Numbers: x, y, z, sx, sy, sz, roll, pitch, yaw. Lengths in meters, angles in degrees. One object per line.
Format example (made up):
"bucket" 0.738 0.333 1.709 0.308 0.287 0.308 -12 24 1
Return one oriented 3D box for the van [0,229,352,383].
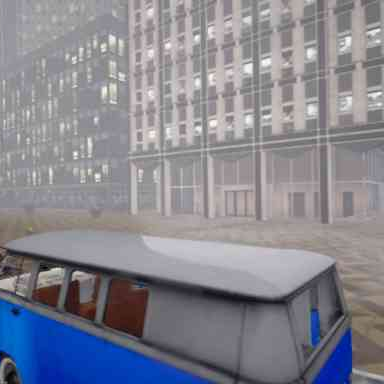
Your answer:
"van" -0.543 1.353 3.348 3.998 1.788 1.690 -1 -1 36
